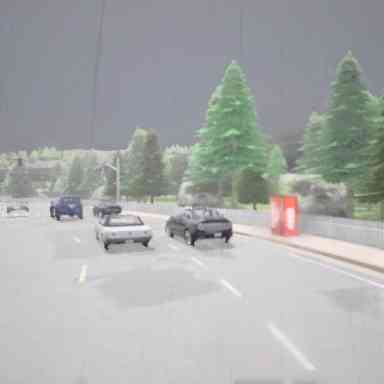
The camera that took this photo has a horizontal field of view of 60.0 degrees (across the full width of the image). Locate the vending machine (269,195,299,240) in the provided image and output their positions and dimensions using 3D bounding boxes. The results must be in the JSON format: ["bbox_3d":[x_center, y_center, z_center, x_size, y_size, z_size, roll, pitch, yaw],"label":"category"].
[{"bbox_3d":[4.419,1.182,16.018,1.100,2.100,0.880,0,0,-20],"label":"vending machine"}]

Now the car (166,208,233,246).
[{"bbox_3d":[0.185,1.516,15.534,2.128,1.511,4.902,0,0,-21],"label":"car"}]

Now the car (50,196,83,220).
[{"bbox_3d":[-11.362,1.377,30.021,2.150,2.045,5.566,0,0,-30],"label":"car"}]

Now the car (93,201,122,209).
[{"bbox_3d":[-7.949,1.631,31.072,1.837,1.490,4.892,0,0,-30],"label":"car"}]

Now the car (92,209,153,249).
[{"bbox_3d":[-3.251,1.657,15.008,1.895,1.301,4.718,0,0,-22],"label":"car"}]

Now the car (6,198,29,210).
[{"bbox_3d":[-17.224,1.355,32.903,1.812,1.442,4.674,0,0,-31],"label":"car"}]
